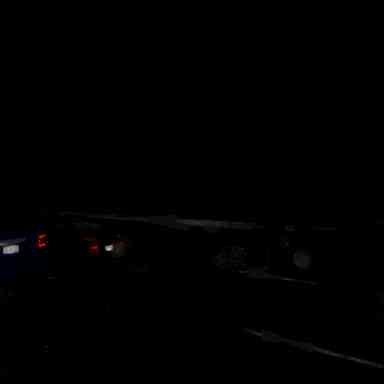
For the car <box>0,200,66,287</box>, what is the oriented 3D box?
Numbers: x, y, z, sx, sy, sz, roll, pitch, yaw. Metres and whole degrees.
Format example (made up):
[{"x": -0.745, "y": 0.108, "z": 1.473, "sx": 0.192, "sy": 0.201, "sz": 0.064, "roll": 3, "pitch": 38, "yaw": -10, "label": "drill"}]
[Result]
[{"x": -5.731, "y": 1.219, "z": 8.080, "sx": 5.566, "sy": 2.045, "sz": 2.150, "roll": 0, "pitch": 0, "yaw": 35, "label": "car"}]

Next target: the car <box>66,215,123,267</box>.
[{"x": -4.383, "y": 1.524, "z": 11.417, "sx": 4.674, "sy": 1.442, "sz": 1.812, "roll": 0, "pitch": 0, "yaw": 35, "label": "car"}]

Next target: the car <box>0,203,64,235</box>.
[{"x": -9.904, "y": 1.473, "z": 19.655, "sx": 5.008, "sy": 1.535, "sz": 1.882, "roll": 0, "pitch": 0, "yaw": 35, "label": "car"}]

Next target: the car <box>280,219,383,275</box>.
[{"x": 4.934, "y": 1.478, "z": 9.072, "sx": 5.008, "sy": 1.535, "sz": 1.882, "roll": 0, "pitch": 0, "yaw": 35, "label": "car"}]
